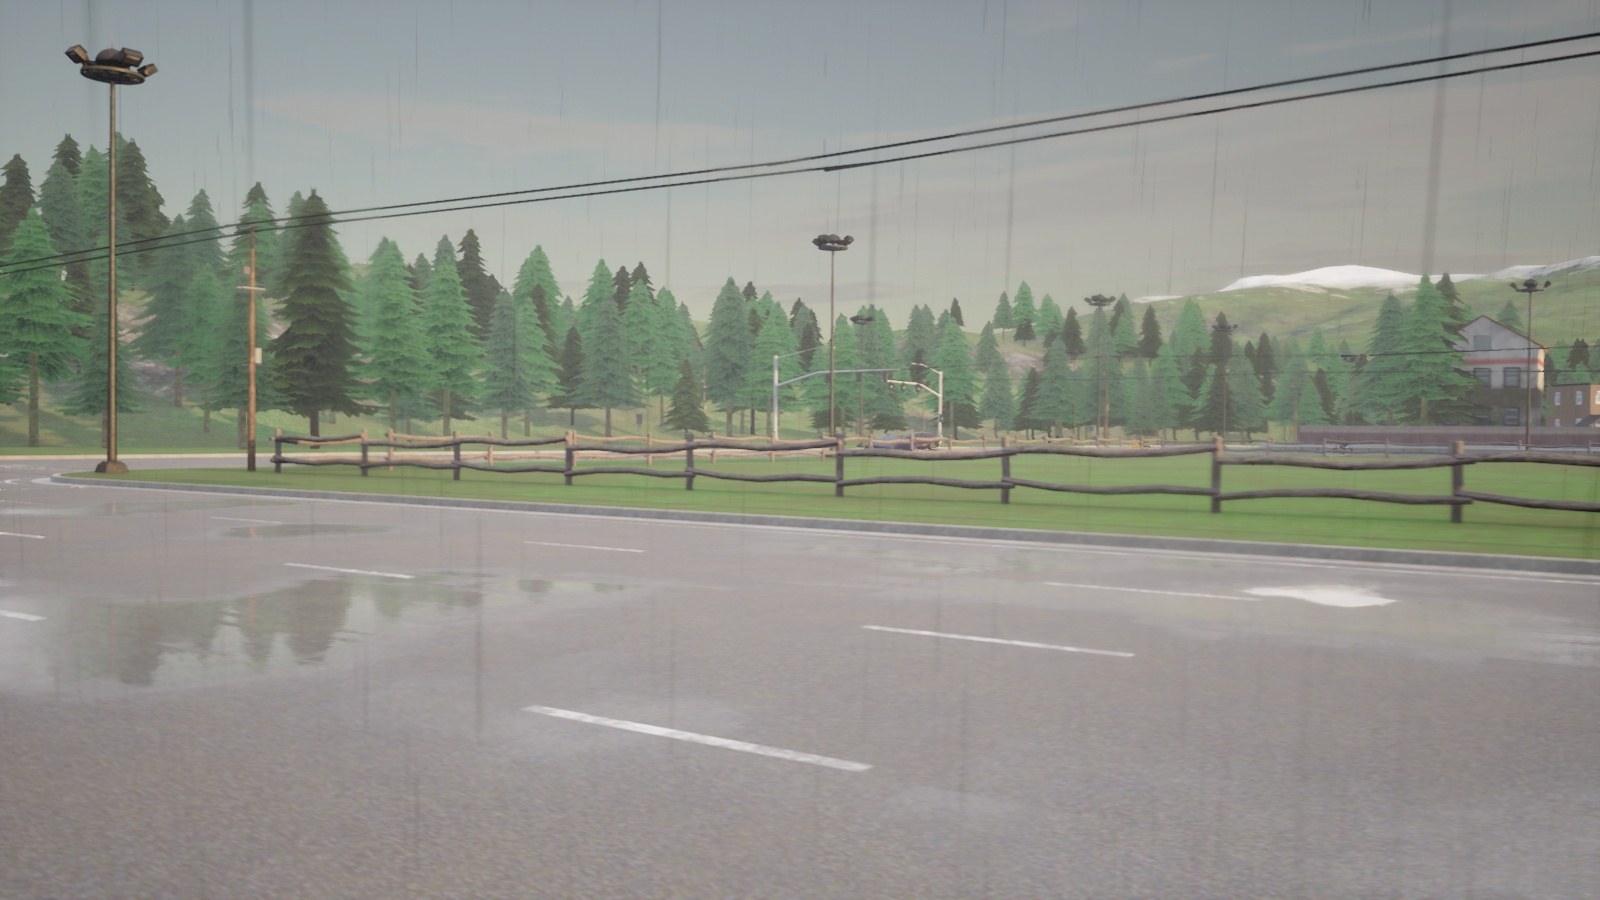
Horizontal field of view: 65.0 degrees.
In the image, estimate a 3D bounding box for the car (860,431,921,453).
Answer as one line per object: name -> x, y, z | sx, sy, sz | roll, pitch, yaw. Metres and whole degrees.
car -> 6.516, -0.566, 89.802 | 2.163, 1.488, 4.792 | 0, 1, 35
